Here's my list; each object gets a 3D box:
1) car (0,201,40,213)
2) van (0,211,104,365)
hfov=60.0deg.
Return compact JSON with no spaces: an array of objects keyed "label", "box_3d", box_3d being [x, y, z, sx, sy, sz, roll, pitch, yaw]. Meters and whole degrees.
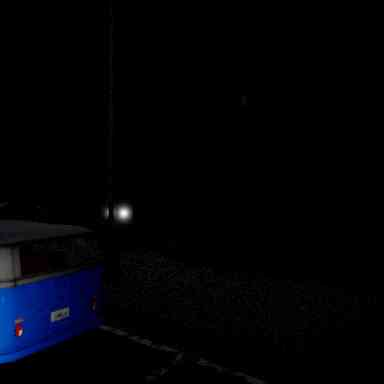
[{"label":"car","box_3d":[-15.416,1.517,28.506,1.812,1.442,4.674,0,0,32]},{"label":"van","box_3d":[-3.203,1.341,5.361,3.998,1.788,1.690,0,0,36]}]
